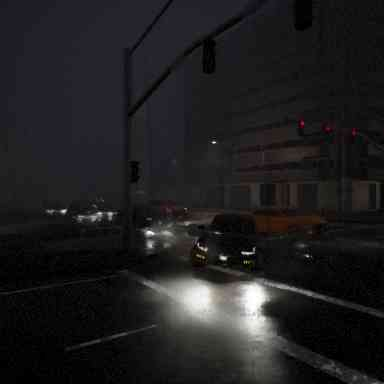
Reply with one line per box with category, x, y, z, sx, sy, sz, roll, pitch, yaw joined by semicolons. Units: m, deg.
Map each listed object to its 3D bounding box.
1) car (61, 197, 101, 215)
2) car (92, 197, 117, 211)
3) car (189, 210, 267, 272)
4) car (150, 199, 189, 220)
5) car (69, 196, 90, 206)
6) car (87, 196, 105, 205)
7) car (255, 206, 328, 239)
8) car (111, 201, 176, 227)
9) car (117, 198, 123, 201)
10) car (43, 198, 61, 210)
car;-11.680;1.603;34.891;2.033;1.411;5.357;0;0;-35
car;-11.489;1.603;40.681;2.033;1.411;5.357;0;0;-35
car;1.405;1.528;11.161;1.837;1.490;4.892;4;0;13
car;-2.217;1.408;27.625;2.097;1.767;4.553;0;0;-35
car;-19.939;1.547;58.931;2.128;1.511;4.902;0;0;-35
car;-17.988;1.581;62.237;1.812;1.442;4.674;0;0;-34
car;4.741;1.518;17.836;1.882;1.535;5.008;0;-1;-35
car;-3.567;1.603;23.483;2.033;1.411;5.357;0;0;-35
car;-12.714;1.656;54.812;1.895;1.301;4.718;0;0;-36
car;-18.661;1.533;44.770;1.882;1.535;5.008;0;0;-35
